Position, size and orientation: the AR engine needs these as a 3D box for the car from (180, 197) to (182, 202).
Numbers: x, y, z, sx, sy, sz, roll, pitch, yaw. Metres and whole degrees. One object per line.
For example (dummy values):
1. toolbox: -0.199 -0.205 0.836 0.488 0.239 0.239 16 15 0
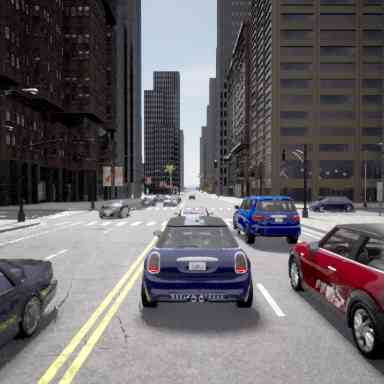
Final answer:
1. car: -3.319 1.525 60.912 1.994 1.385 4.181 0 0 1

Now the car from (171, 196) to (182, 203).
1. car: -3.251 1.510 70.761 1.994 1.385 4.181 0 0 0

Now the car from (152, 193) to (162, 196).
1. car: -6.503 1.309 68.922 2.097 1.767 4.553 0 0 0

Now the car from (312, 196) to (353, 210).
1. car: 16.678 1.323 39.578 4.097 1.590 1.967 0 1 0

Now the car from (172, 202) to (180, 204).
1. car: 0.093 1.480 17.021 2.128 1.511 4.902 0 0 0

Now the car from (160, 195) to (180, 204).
1. car: -3.346 1.565 51.532 1.895 1.301 4.718 0 0 3

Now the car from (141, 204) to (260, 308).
1. car: 0.095 1.348 8.084 2.097 1.767 4.553 0 0 0

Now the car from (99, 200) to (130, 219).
1. car: -6.600 1.470 28.619 2.128 1.511 4.902 0 0 0

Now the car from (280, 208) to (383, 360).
1. car: 3.345 1.349 6.125 2.097 1.767 4.553 0 0 0

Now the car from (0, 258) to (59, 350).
1. car: -3.350 1.546 3.804 2.033 1.411 5.357 0 0 0

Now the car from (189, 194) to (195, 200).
1. car: -0.001 1.456 92.237 1.837 1.490 4.892 0 0 0

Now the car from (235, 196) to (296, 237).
1. car: 3.352 1.211 15.835 2.150 2.045 5.566 0 0 -2

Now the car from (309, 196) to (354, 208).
1. car: 15.352 1.277 36.877 4.553 1.767 2.097 0 1 -1

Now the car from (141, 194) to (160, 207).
1. car: -6.595 1.455 50.887 2.128 1.511 4.902 0 0 0
